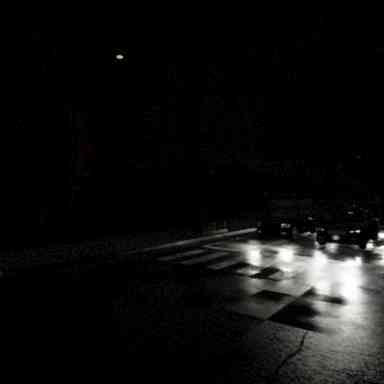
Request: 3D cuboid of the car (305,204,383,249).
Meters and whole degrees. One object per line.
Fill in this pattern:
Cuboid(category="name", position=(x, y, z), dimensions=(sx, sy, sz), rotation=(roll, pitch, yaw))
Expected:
Cuboid(category="car", position=(7.097, 1.531, 14.965), dimensions=(2.128, 1.511, 4.902), rotation=(0, 0, 37))

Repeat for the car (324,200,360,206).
Cuboid(category="car", position=(10.892, 1.591, 25.328), dimensions=(2.128, 1.511, 4.902), rotation=(0, -1, 37))

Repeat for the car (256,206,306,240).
Cuboid(category="car", position=(5.169, 1.539, 17.796), dimensions=(1.882, 1.535, 5.008), rotation=(0, 0, 37))

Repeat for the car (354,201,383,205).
Cuboid(category="car", position=(12.763, 1.567, 22.419), dimensions=(2.128, 1.511, 4.902), rotation=(0, 0, 37))

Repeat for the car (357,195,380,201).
Cuboid(category="car", position=(18.939, 1.388, 35.900), dimensions=(2.150, 2.045, 5.566), rotation=(0, 0, 37))
